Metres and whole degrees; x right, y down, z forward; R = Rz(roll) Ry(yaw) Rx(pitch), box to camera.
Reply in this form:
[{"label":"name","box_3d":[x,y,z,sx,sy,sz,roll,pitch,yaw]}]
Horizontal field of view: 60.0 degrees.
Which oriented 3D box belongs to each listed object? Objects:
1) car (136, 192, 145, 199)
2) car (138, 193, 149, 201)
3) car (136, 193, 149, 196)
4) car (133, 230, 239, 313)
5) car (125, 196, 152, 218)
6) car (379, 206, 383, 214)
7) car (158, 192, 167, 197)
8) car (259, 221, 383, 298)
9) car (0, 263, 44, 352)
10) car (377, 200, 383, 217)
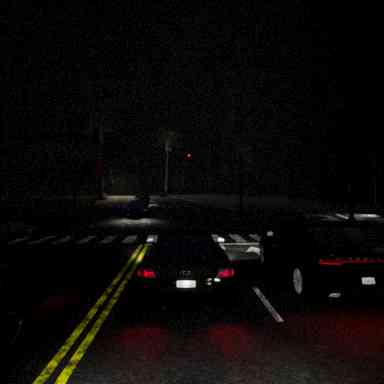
[{"label":"car","box_3d":[-12.753,0.840,81.996,1.994,1.385,4.181,0,1,-12]},{"label":"car","box_3d":[-9.957,1.035,68.367,1.994,1.385,4.181,0,1,-11]},{"label":"car","box_3d":[-7.682,1.159,53.997,1.837,1.490,4.892,0,1,-8]},{"label":"car","box_3d":[-0.149,1.563,7.774,1.994,1.385,4.181,0,0,-1]},{"label":"car","box_3d":[-4.808,1.410,29.452,1.882,1.535,5.008,0,0,-5]},{"label":"car","box_3d":[18.338,1.417,26.878,5.008,1.535,1.882,0,0,12]},{"label":"car","box_3d":[-8.111,0.709,90.728,2.128,1.511,4.902,0,1,-14]},{"label":"car","box_3d":[3.128,1.476,8.571,1.882,1.535,5.008,0,0,-3]},{"label":"car","box_3d":[-3.413,1.547,3.409,2.033,1.411,5.357,0,0,-1]},{"label":"car","box_3d":[19.289,1.490,29.999,4.181,1.385,1.994,0,0,13]}]
